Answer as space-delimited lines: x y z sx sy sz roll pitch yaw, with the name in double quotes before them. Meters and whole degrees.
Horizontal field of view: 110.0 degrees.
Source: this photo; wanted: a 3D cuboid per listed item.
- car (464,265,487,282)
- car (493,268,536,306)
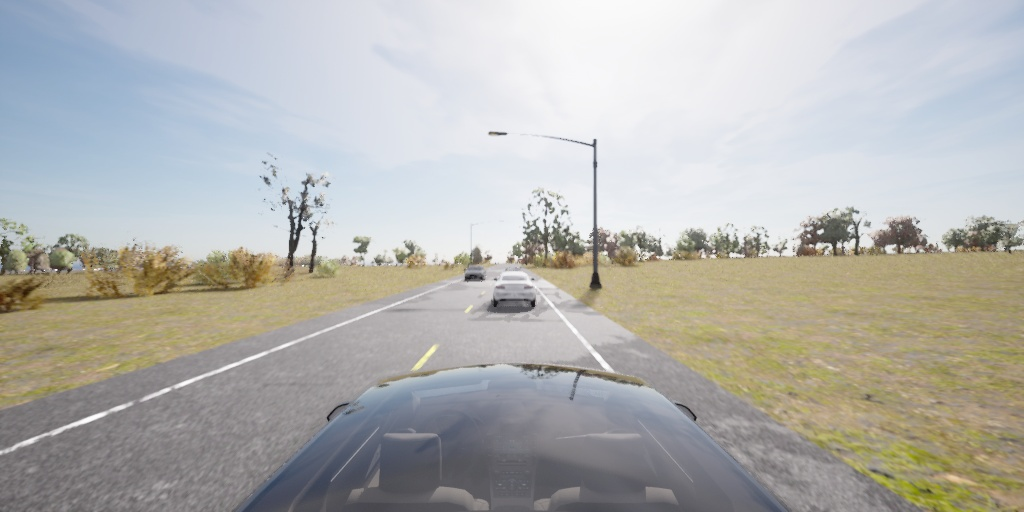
"car" -3.479 1.646 34.716 1.837 1.490 4.892 0 -1 0
"car" 0.105 1.454 16.786 1.812 1.442 4.674 0 -1 0
